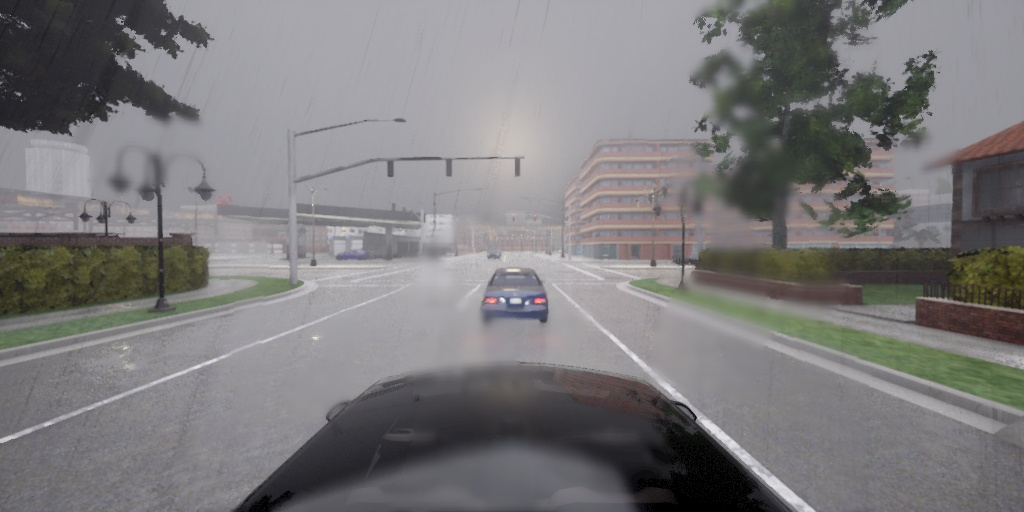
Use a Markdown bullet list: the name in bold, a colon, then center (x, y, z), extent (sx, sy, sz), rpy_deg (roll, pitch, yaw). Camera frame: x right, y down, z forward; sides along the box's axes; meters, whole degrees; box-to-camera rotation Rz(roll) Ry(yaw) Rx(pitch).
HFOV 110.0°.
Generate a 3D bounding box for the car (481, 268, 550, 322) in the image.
- **car**: center (0.093, 1.070, 11.130), extent (2.033, 1.411, 5.357), rpy_deg (0, 1, 0)

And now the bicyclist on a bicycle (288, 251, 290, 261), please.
- **bicyclist on a bicycle**: center (-29.039, 0.081, 47.374), extent (0.582, 1.620, 1.656), rpy_deg (-10, 6, 0)

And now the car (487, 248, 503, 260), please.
- **car**: center (-3.143, -0.327, 61.047), extent (2.097, 1.767, 4.553), rpy_deg (0, 1, 0)

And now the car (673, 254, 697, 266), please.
- **car**: center (20.192, 0.450, 39.128), extent (4.718, 1.301, 1.895), rpy_deg (0, 1, 0)
